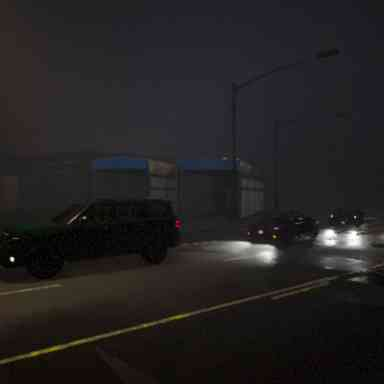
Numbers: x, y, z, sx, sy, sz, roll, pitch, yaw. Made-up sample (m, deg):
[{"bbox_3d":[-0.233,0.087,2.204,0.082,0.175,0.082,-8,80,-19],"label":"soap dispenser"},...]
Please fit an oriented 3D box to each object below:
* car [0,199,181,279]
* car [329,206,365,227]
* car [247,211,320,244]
[{"bbox_3d":[-2.964,1.245,10.504,5.566,2.045,2.150,0,0,-36],"label":"car"},{"bbox_3d":[11.274,1.733,24.086,1.895,1.301,4.718,0,0,32],"label":"car"},{"bbox_3d":[4.573,1.640,16.405,4.181,1.385,1.994,0,0,-43],"label":"car"}]
